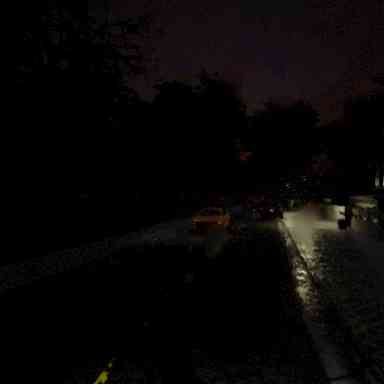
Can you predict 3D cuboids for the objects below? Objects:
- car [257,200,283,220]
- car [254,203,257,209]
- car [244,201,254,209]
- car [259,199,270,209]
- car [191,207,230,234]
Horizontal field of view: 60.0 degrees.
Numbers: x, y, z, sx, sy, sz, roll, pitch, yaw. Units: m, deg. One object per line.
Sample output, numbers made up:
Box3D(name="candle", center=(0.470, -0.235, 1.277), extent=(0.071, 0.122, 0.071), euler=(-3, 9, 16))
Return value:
Box3D(name="car", center=(7.879, 1.785, 32.956), extent=(2.097, 1.767, 4.553), euler=(-2, -1, 13))
Box3D(name="car", center=(11.087, 2.259, 51.479), extent=(1.837, 1.490, 4.892), euler=(0, -1, 13))
Box3D(name="car", center=(10.882, 2.416, 62.026), extent=(1.812, 1.442, 4.674), euler=(1, -1, 14))
Box3D(name="car", center=(14.555, 2.329, 66.556), extent=(2.097, 1.767, 4.553), euler=(0, -1, 13))
Box3D(name="car", center=(1.284, 1.723, 21.368), extent=(1.882, 1.535, 5.008), euler=(0, -1, 13))
